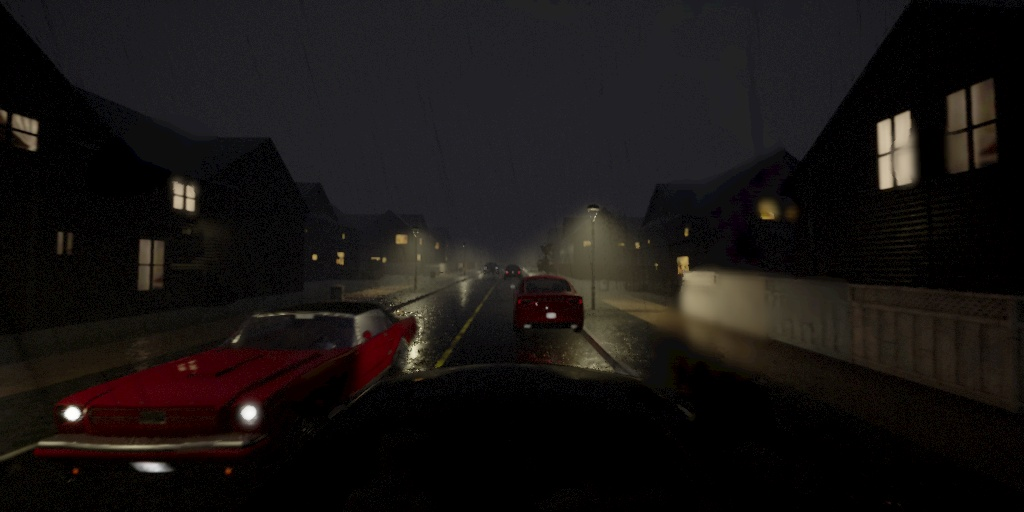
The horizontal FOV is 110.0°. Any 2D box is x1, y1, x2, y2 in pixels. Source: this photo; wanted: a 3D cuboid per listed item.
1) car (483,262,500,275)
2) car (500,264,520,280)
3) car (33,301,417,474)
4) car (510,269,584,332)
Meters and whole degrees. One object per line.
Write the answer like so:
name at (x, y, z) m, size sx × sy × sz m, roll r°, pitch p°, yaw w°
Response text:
car at (-2.811, 1.660, 49.664) m, size 2.097 × 1.767 × 4.553 m, roll 0°, pitch -1°, yaw 0°
car at (0.096, 1.706, 37.609) m, size 2.033 × 1.411 × 5.357 m, roll 0°, pitch -1°, yaw 0°
car at (-2.849, 1.386, 5.049) m, size 1.895 × 1.301 × 4.718 m, roll 0°, pitch -1°, yaw 0°
car at (0.967, 1.333, 11.279) m, size 1.882 × 1.535 × 5.008 m, roll 0°, pitch -1°, yaw 0°
